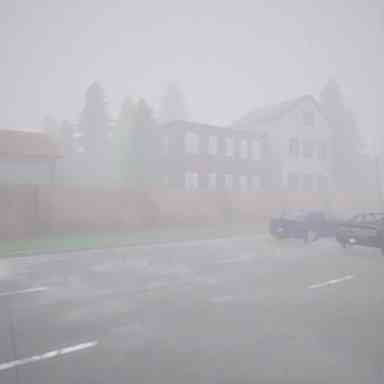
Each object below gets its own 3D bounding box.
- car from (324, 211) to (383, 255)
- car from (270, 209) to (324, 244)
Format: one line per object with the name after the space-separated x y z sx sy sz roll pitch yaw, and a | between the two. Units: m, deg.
7.986 1.629 13.865 4.902 1.511 2.128 1 0 -35 | car
6.099 1.616 16.816 5.008 1.535 1.882 0 0 -35 | car
